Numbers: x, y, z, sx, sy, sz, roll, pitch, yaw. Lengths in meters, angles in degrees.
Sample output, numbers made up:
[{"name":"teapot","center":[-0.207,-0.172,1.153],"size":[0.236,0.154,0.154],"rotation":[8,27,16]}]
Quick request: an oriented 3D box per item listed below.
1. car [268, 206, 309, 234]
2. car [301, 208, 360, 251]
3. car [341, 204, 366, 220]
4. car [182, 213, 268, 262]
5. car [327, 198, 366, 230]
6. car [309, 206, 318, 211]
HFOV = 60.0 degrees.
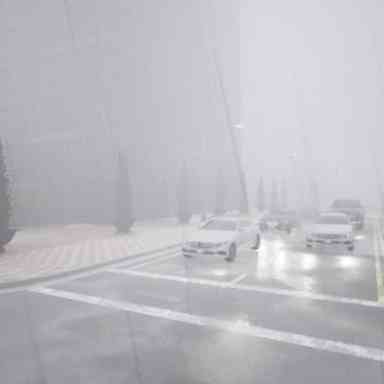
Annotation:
[{"name":"car","center":[5.759,1.755,21.267],"size":[2.128,1.511,4.902],"rotation":[-1,-1,28]},{"name":"car","center":[6.489,1.698,15.265],"size":[1.812,1.442,4.674],"rotation":[-1,-1,28]},{"name":"car","center":[15.722,1.906,32.308],"size":[1.994,1.385,4.181],"rotation":[-1,-1,29]},{"name":"car","center":[1.360,1.708,13.123],"size":[1.812,1.442,4.674],"rotation":[-1,-1,28]},{"name":"car","center":[10.949,1.476,23.525],"size":[2.150,2.045,5.566],"rotation":[-1,-1,29]},{"name":"car","center":[10.582,1.953,30.183],"size":[1.895,1.301,4.718],"rotation":[-1,-1,28]}]
